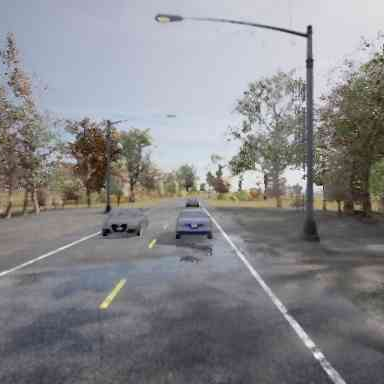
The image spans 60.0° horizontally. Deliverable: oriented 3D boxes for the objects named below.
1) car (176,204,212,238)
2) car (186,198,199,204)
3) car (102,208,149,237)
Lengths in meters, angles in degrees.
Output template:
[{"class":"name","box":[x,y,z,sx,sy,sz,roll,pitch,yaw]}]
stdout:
[{"class":"car","box":[0.102,1.595,17.819,2.033,1.411,5.357,0,0,0]},{"class":"car","box":[0.106,1.707,54.069,1.994,1.385,4.181,0,0,0]},{"class":"car","box":[-3.585,1.613,18.402,1.994,1.385,4.181,0,0,0]}]
